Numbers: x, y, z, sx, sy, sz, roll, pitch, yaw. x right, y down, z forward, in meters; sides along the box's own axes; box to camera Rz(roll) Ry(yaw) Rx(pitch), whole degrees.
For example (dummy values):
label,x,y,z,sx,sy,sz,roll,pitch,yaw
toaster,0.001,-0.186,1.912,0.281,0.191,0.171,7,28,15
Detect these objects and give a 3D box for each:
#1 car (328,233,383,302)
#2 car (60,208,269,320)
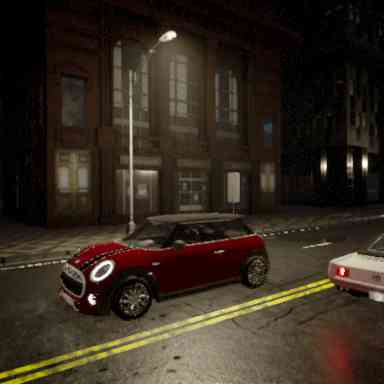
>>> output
label,x,y,z,sx,sy,sz,roll,pitch,yaw
car,5.027,1.494,7.024,4.718,1.301,1.895,-1,1,-35
car,-0.447,1.302,7.357,4.553,1.767,2.097,-1,1,-35
